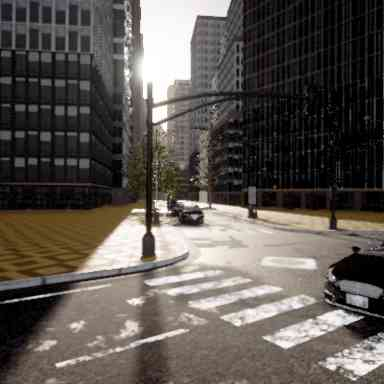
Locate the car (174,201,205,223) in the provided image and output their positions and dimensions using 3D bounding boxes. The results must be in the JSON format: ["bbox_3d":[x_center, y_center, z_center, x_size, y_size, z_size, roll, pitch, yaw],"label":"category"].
[{"bbox_3d":[-0.071,1.837,28.814,2.128,1.511,4.902,0,-1,-7],"label":"car"}]

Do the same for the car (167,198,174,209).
[{"bbox_3d":[-2.897,2.151,52.615,1.837,1.490,4.892,0,-1,-7],"label":"car"}]

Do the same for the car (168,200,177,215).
[{"bbox_3d":[-1.304,2.022,39.122,2.033,1.411,5.357,0,-1,-7],"label":"car"}]

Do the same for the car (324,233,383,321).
[{"bbox_3d":[4.749,1.584,7.008,4.902,1.511,2.128,1,-1,-36],"label":"car"}]
